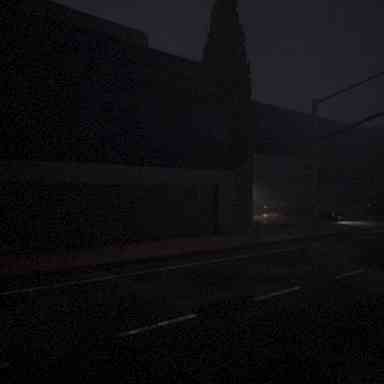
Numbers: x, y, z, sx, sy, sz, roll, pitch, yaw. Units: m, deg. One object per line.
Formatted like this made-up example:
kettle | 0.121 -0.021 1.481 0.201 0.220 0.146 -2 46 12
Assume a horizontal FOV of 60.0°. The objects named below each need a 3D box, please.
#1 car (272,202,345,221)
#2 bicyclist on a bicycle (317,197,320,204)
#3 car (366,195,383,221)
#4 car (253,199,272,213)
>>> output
car | 9.503 1.540 27.131 2.033 1.411 5.357 0 0 -37
bicyclist on a bicycle | 16.180 1.291 43.227 1.656 1.620 0.582 0 0 -37
car | 16.148 1.214 24.946 5.566 2.045 2.150 0 0 45
car | 6.961 1.517 36.382 1.812 1.442 4.674 0 0 -37
